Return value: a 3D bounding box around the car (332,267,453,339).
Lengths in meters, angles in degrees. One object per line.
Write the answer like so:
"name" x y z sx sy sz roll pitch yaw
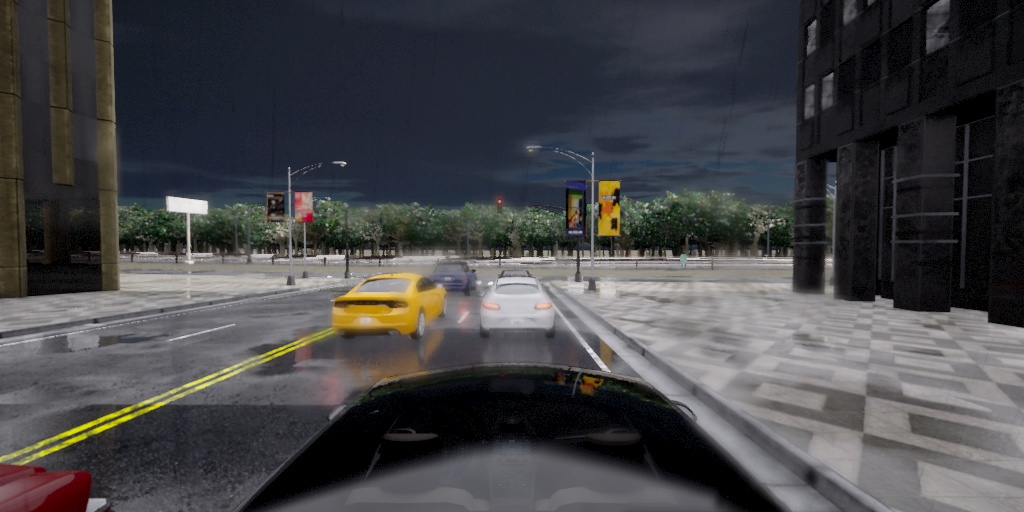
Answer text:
"car" -3.114 1.233 10.133 1.882 1.535 5.008 0 0 0

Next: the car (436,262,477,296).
"car" -3.072 1.113 19.316 2.097 1.767 4.553 0 0 0

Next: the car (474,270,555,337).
"car" 0.138 1.281 10.142 1.812 1.442 4.674 0 0 0
